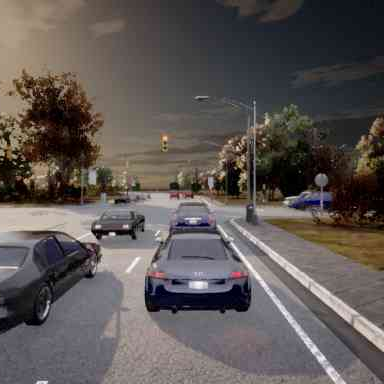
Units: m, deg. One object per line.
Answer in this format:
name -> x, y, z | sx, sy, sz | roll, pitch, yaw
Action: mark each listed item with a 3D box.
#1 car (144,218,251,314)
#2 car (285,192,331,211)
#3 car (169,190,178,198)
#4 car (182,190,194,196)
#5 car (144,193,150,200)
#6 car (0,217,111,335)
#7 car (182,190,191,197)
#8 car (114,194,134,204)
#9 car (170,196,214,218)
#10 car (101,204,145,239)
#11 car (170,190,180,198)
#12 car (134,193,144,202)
car -> 0.079, 1.541, 7.668 | 1.994, 1.385, 4.181 | 0, 0, -1
car -> 13.779, 0.998, 37.359 | 5.566, 2.045, 2.150 | 0, 0, -3
car -> -5.107, 0.442, 93.644 | 2.150, 2.045, 5.566 | 0, 1, -7
car -> -0.799, 0.573, 83.388 | 2.150, 2.045, 5.566 | 0, 1, -4
car -> -10.865, 1.101, 71.169 | 1.895, 1.301, 4.718 | 0, 1, -1
car -> -3.418, 1.528, 6.978 | 2.033, 1.411, 5.357 | 0, 0, -1
car -> -1.619, 0.401, 94.035 | 2.097, 1.767, 4.553 | 0, 1, -7
car -> -10.805, 1.273, 52.110 | 1.895, 1.301, 4.718 | 0, 0, 0
car -> 0.039, 1.273, 16.301 | 2.097, 1.767, 4.553 | 0, 0, 0
car -> -3.482, 1.519, 16.622 | 1.895, 1.301, 4.718 | 0, 0, -1
car -> -4.214, 0.606, 81.654 | 2.150, 2.045, 5.566 | 0, 1, -3
car -> -10.819, 1.094, 61.212 | 2.128, 1.511, 4.902 | 0, 0, 0
